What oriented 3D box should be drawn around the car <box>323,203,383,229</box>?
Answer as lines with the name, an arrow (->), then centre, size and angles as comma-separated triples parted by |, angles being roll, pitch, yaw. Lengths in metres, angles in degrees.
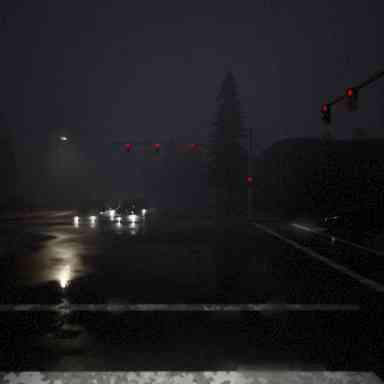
car -> 11.022, 1.515, 21.385 | 4.892, 1.490, 1.837 | 0, 0, 0

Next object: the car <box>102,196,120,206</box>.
car -> -14.187, 1.521, 58.331 | 2.128, 1.511, 4.902 | 0, 0, -25

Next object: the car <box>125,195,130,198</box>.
car -> -11.017, 1.508, 59.808 | 1.882, 1.535, 5.008 | 0, 0, -25

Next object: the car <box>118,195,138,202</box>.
car -> -14.958, 1.415, 77.841 | 4.902, 1.511, 2.128 | 0, 0, 43

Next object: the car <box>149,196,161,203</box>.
car -> -8.369, 1.559, 69.880 | 2.128, 1.511, 4.902 | 0, 0, -35

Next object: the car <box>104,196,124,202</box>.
car -> -17.773, 1.526, 75.689 | 4.718, 1.301, 1.895 | 0, 0, 43

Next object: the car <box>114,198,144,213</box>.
car -> -6.825, 1.619, 36.607 | 1.895, 1.301, 4.718 | 0, 0, -1

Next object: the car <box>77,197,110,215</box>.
car -> -10.308, 1.495, 34.366 | 1.882, 1.535, 5.008 | 0, 0, -1

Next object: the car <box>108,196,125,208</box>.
car -> -10.627, 1.514, 43.737 | 2.128, 1.511, 4.902 | 0, 0, -4

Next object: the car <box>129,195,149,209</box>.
car -> -7.299, 1.527, 45.705 | 1.837, 1.490, 4.892 | 0, 0, -6

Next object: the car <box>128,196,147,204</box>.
car -> -11.208, 1.539, 67.837 | 1.837, 1.490, 4.892 | 0, 0, -35
